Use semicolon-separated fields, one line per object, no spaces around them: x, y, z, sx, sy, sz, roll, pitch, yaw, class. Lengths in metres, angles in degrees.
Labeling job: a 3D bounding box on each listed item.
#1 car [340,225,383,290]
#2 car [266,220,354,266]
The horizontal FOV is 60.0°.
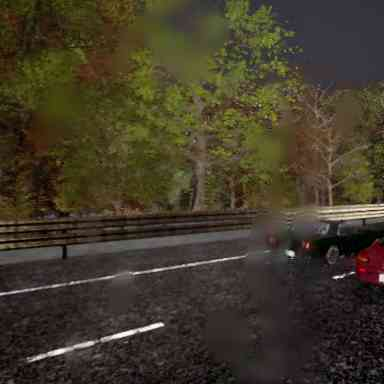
5.684;1.536;7.852;4.674;1.442;1.812;0;0;-36;car
4.849;1.614;11.590;4.718;1.301;1.895;0;0;-36;car
